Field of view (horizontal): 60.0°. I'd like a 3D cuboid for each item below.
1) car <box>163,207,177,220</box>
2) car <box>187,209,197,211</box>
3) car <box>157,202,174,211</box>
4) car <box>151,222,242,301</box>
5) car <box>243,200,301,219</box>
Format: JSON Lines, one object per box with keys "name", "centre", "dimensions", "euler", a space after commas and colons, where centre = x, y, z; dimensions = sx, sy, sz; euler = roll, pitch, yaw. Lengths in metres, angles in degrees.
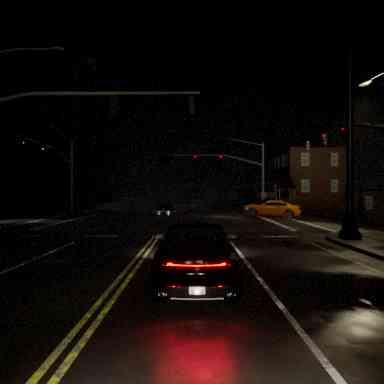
{"name": "car", "centre": [-3.674, 3.615, 55.725], "dimensions": [2.033, 1.411, 5.357], "euler": [0, -12, 0]}
{"name": "car", "centre": [-0.002, 3.679, 55.815], "dimensions": [1.895, 1.301, 4.718], "euler": [0, -12, 0]}
{"name": "car", "centre": [-3.662, 2.056, 45.623], "dimensions": [2.033, 1.411, 5.357], "euler": [0, -4, 0]}
{"name": "car", "centre": [0.088, 1.505, 8.325], "dimensions": [1.837, 1.490, 4.892], "euler": [0, 0, 0]}
{"name": "car", "centre": [7.004, 1.473, 29.354], "dimensions": [5.008, 1.535, 1.882], "euler": [2, 0, 10]}
